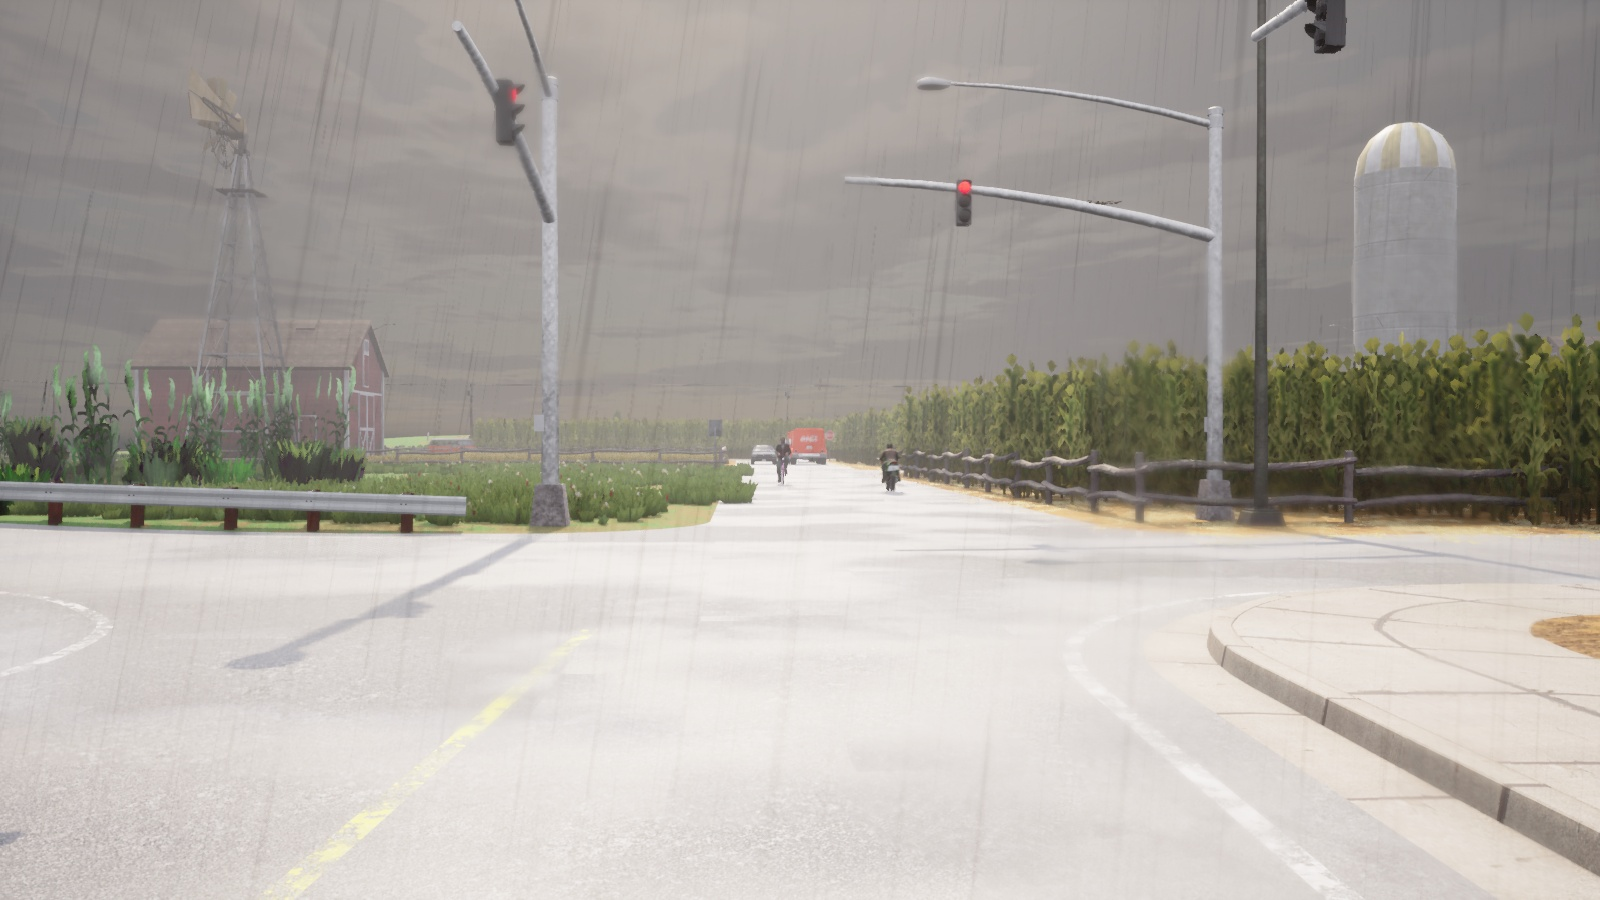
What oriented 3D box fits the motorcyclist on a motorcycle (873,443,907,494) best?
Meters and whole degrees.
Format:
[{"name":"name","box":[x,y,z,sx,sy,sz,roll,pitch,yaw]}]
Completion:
[{"name":"motorcyclist on a motorcycle","box":[2.768,0.547,38.763,0.797,1.523,2.044,0,0,-3]}]

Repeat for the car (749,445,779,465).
[{"name":"car","box":[-2.583,0.324,89.081,2.033,1.411,5.357,0,0,-3]}]

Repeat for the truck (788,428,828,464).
[{"name":"truck","box":[0.525,-0.226,88.985,2.627,2.467,5.204,0,-1,-3]}]
